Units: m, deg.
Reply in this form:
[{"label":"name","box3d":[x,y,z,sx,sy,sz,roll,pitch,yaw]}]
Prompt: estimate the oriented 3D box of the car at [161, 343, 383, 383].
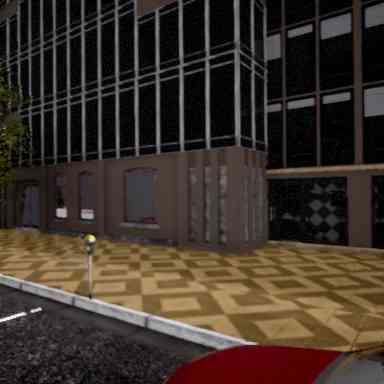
[{"label":"car","box3d":[1.577,1.573,1.770,4.206,1.307,1.802,-1,0,35]}]
